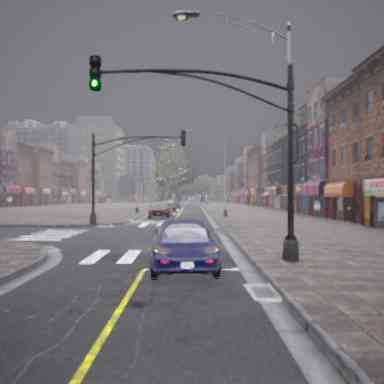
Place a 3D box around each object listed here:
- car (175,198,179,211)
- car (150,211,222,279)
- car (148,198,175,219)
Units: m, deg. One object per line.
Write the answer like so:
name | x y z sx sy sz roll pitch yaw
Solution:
car | -2.856 1.667 40.622 1.812 1.442 4.674 0 0 0
car | -0.253 1.524 9.951 1.812 1.442 4.674 0 0 -4
car | -2.871 1.559 30.634 1.882 1.535 5.008 0 0 0
